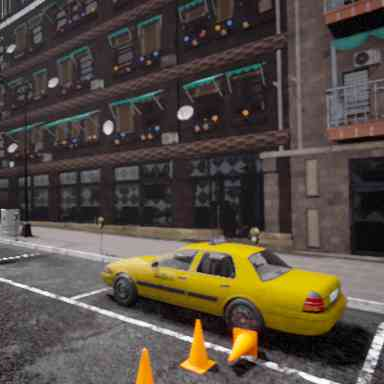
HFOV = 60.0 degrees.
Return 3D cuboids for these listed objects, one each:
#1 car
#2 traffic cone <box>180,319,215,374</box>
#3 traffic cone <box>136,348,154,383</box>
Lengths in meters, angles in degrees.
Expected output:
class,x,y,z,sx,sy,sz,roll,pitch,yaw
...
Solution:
class,x,y,z,sx,sy,sz,roll,pitch,yaw
car,0.256,1.539,6.382,4.829,1.417,1.752,0,-2,36
traffic cone,0.077,1.965,4.350,0.340,0.580,0.340,0,0,36
traffic cone,-0.505,1.962,3.538,0.340,0.580,0.340,0,0,36
